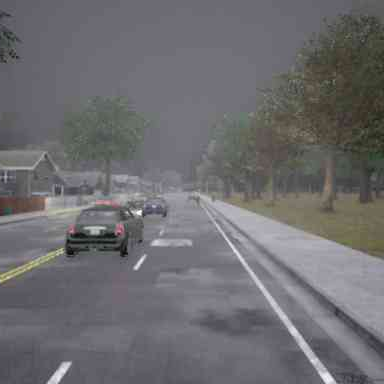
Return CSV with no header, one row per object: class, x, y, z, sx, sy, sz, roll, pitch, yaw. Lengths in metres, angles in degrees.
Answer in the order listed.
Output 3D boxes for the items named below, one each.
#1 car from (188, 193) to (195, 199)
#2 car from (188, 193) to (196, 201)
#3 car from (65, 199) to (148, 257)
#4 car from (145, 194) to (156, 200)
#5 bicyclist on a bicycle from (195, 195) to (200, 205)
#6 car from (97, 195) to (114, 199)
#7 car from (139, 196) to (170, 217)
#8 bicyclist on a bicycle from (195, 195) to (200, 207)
car,-0.014,1.039,88.958,1.837,1.490,4.892,0,0,0
car,-0.013,1.245,75.993,1.812,1.442,4.674,0,0,0
car,-3.153,1.304,12.917,2.097,1.767,4.553,0,0,0
car,-9.763,1.076,78.188,1.895,1.301,4.718,0,0,0
bicyclist on a bicycle,0.887,1.235,54.044,0.866,1.612,1.509,0,0,0
car,-9.846,1.214,37.325,2.097,1.767,4.553,0,0,0
car,-3.154,1.241,29.776,2.097,1.767,4.553,0,0,0
bicyclist on a bicycle,0.888,1.286,44.727,0.582,1.620,1.656,0,0,0
